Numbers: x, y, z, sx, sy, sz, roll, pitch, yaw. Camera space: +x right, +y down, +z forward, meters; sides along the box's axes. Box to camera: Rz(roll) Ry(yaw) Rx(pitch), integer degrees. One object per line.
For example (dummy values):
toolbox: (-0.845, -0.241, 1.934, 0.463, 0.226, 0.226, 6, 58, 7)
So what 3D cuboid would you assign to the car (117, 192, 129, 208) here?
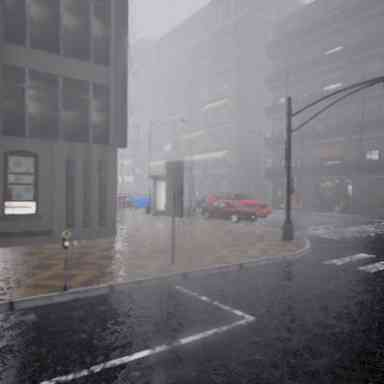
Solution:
car: (-7.484, 1.012, 36.314, 1.887, 1.381, 4.507, 2, 0, -36)

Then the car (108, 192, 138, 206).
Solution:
car: (-8.961, 0.878, 42.747, 1.882, 1.535, 5.008, 1, 0, -36)

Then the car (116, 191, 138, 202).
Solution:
car: (-10.706, 0.734, 54.971, 1.967, 1.590, 4.097, 2, 0, -36)

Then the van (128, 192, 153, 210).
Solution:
van: (-4.146, 0.897, 31.742, 1.690, 1.788, 3.998, 2, 0, -36)

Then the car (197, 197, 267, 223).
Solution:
car: (2.509, 1.279, 22.599, 1.887, 1.381, 4.507, 2, 0, -36)

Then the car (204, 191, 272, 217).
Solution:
car: (3.495, 0.954, 25.626, 2.150, 2.045, 5.566, 1, 0, -37)

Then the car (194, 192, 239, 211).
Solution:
car: (2.622, 0.963, 36.684, 2.192, 1.841, 5.009, 2, 0, -36)
